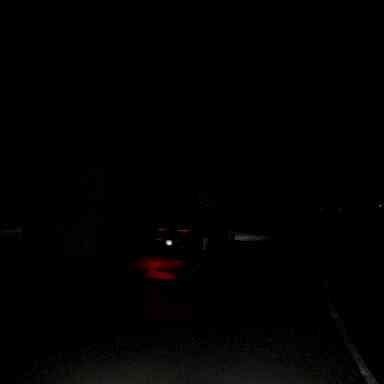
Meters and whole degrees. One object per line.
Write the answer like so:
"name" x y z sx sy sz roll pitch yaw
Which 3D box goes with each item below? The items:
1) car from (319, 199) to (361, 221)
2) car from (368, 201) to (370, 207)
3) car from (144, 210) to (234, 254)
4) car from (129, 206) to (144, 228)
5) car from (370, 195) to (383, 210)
"car" 13.066 1.483 29.264 4.553 1.767 2.097 1 0 -43
"car" 24.104 1.718 50.219 5.008 1.535 1.882 1 0 -28
"car" 0.245 1.511 13.717 1.837 1.490 4.892 0 0 25
"car" -4.593 1.509 19.850 2.033 1.411 5.357 0 0 32
"car" 28.244 1.502 48.498 5.566 2.045 2.150 1 0 -27
